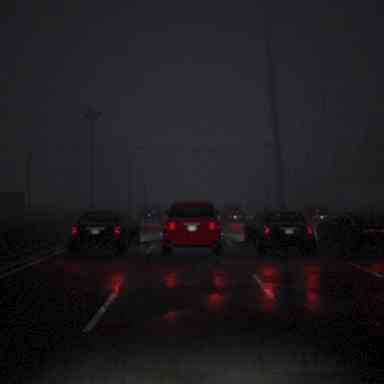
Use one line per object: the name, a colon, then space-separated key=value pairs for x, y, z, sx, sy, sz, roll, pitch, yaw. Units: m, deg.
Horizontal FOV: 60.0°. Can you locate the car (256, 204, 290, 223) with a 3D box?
car: x=7.012 y=1.842 z=29.329 sx=1.994 sy=1.385 sz=4.181 roll=0 pitch=-1 yaw=0

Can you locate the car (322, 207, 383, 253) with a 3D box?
car: x=7.006 y=1.629 z=14.324 sx=2.128 sy=1.511 sz=4.902 roll=0 pitch=0 yaw=0

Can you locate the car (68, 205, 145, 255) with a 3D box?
car: x=-3.495 y=1.485 z=14.121 sx=2.097 sy=1.767 sz=4.553 roll=0 pitch=-1 yaw=0

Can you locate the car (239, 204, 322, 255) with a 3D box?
car: x=3.505 y=1.484 z=14.120 sx=2.097 sy=1.767 sz=4.553 roll=0 pitch=-1 yaw=0

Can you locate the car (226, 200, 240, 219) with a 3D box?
car: x=3.511 y=1.786 z=29.332 sx=1.837 sy=1.490 sz=4.892 roll=0 pitch=0 yaw=0

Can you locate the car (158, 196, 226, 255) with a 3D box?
car: x=0.003 y=1.351 z=14.058 sx=2.150 sy=2.045 sz=5.566 roll=0 pitch=0 yaw=0

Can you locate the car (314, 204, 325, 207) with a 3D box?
car: x=10.511 y=1.785 z=29.325 sx=1.837 sy=1.490 sz=4.892 roll=0 pitch=0 yaw=0

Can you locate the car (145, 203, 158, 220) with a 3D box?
car: x=-3.488 y=1.758 z=29.508 sx=1.882 sy=1.535 sz=5.008 roll=0 pitch=0 yaw=0

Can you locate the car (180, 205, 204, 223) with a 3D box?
car: x=0.009 y=1.877 z=29.140 sx=1.895 sy=1.301 sz=4.718 roll=0 pitch=-1 yaw=0
